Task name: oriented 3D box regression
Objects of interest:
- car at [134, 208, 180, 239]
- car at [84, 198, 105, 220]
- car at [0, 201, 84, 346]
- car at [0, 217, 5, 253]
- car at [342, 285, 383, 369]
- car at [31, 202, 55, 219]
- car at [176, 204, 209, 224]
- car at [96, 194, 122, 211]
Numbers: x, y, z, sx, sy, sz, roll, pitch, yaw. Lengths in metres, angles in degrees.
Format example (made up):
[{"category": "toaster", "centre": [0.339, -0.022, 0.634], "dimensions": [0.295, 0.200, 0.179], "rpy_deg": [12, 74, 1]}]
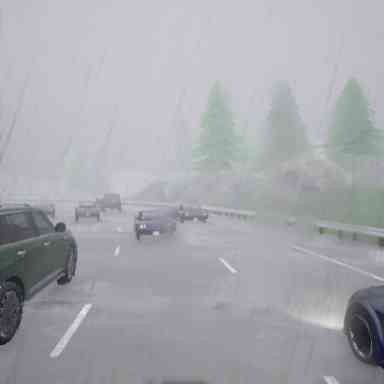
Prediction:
[{"category": "car", "centre": [-2.045, 1.580, 17.226], "dimensions": [1.895, 1.301, 4.718], "rpy_deg": [0, 0, -11]}, {"category": "car", "centre": [-8.646, 1.484, 27.382], "dimensions": [2.128, 1.511, 4.902], "rpy_deg": [0, 0, -19]}, {"category": "car", "centre": [-3.891, 1.228, 6.375], "dimensions": [2.150, 2.045, 5.566], "rpy_deg": [0, 0, -5]}, {"category": "car", "centre": [-7.859, 1.619, 10.348], "dimensions": [1.895, 1.301, 4.718], "rpy_deg": [0, 0, -7]}, {"category": "car", "centre": [3.239, 1.543, 3.162], "dimensions": [1.994, 1.385, 4.181], "rpy_deg": [0, 0, -3]}, {"category": "car", "centre": [-13.527, 1.610, 30.375], "dimensions": [1.895, 1.301, 4.718], "rpy_deg": [0, 0, -23]}, {"category": "car", "centre": [-0.377, 1.559, 24.737], "dimensions": [1.895, 1.301, 4.718], "rpy_deg": [0, 0, -16]}, {"category": "car", "centre": [-9.838, 1.199, 38.862], "dimensions": [2.150, 2.045, 5.566], "rpy_deg": [0, 0, -27]}]
